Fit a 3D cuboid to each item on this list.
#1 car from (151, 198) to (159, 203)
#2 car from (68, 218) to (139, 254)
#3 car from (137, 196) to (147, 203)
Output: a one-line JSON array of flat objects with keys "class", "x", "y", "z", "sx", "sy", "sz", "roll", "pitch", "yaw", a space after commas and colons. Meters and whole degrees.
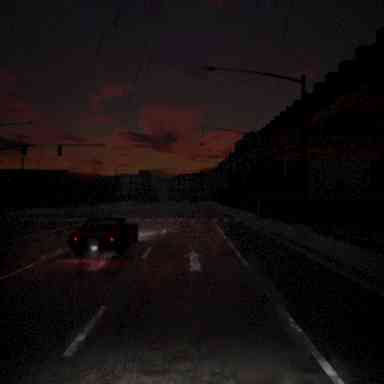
[{"class": "car", "x": -10.450, "y": 2.396, "z": 93.991, "sx": 1.812, "sy": 1.442, "sz": 4.674, "roll": 0, "pitch": -1, "yaw": 0}, {"class": "car", "x": -3.491, "y": 1.733, "z": 14.105, "sx": 1.895, "sy": 1.301, "sz": 4.718, "roll": 0, "pitch": 0, "yaw": 0}, {"class": "car", "x": -13.950, "y": 2.095, "z": 93.774, "sx": 2.150, "sy": 2.045, "sz": 5.566, "roll": 0, "pitch": -1, "yaw": 0}]
